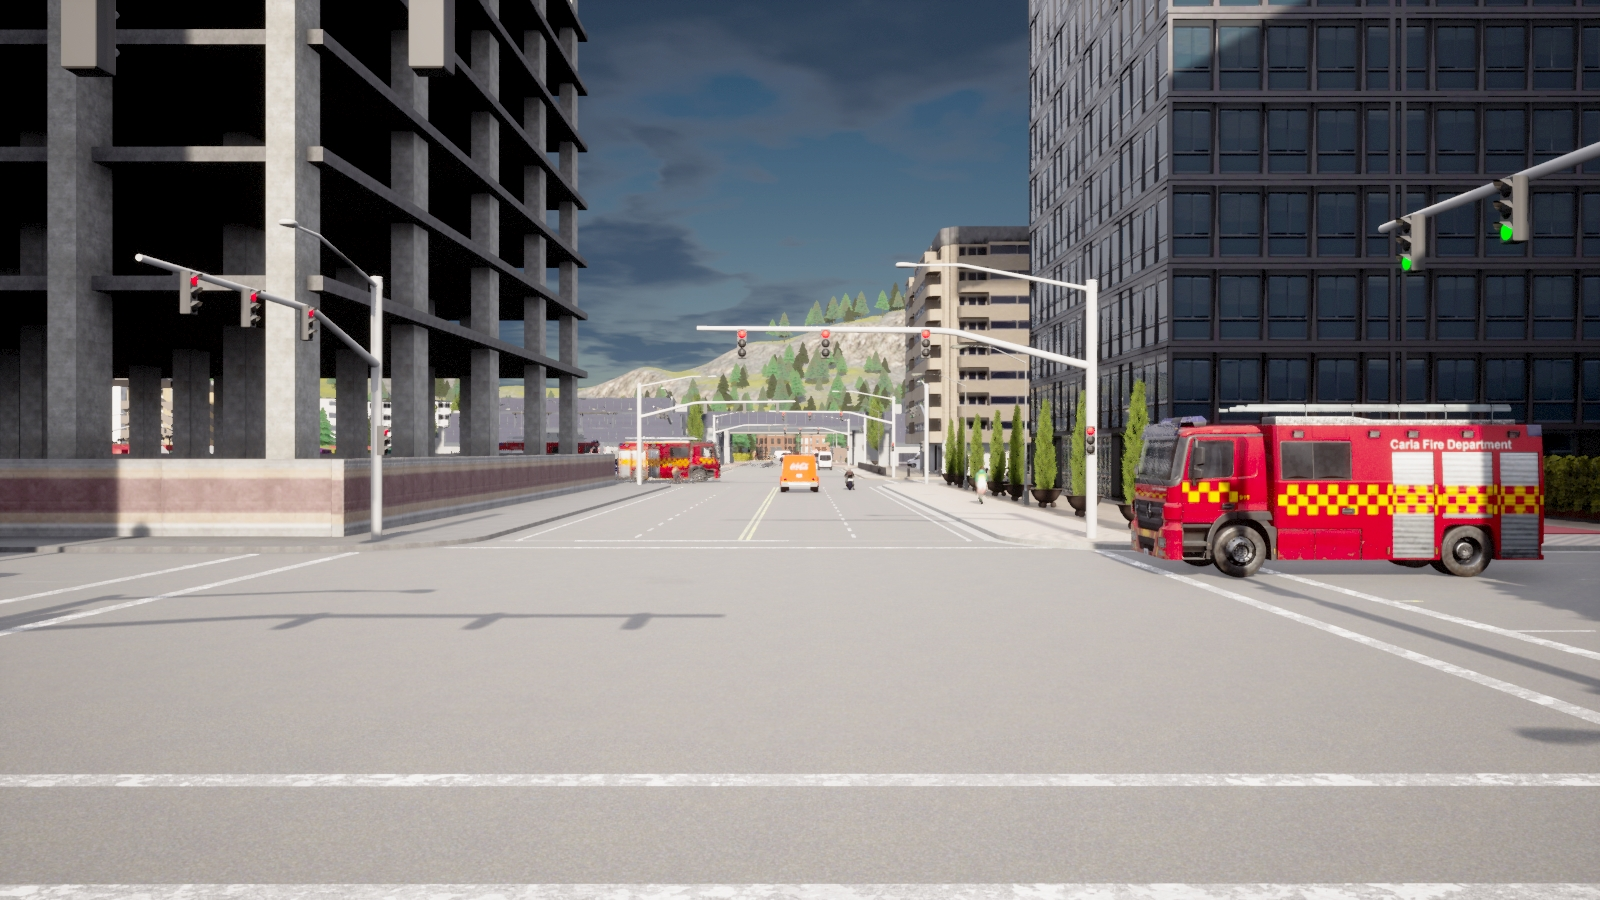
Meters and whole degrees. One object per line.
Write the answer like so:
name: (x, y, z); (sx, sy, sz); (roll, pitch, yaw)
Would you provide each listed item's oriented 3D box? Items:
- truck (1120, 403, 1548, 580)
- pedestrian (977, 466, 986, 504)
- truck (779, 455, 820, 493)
truck: (11.970, 0.889, 26.163); (8.468, 3.827, 2.891); (0, 0, -1)
pedestrian: (8.871, 1.693, 55.728); (0.375, 1.860, 0.375); (0, 0, -1)
truck: (-0.023, 1.564, 76.782); (2.627, 2.467, 5.204); (0, 0, 0)
